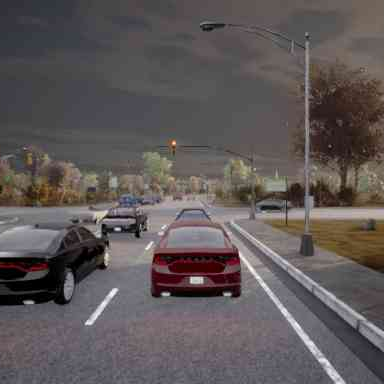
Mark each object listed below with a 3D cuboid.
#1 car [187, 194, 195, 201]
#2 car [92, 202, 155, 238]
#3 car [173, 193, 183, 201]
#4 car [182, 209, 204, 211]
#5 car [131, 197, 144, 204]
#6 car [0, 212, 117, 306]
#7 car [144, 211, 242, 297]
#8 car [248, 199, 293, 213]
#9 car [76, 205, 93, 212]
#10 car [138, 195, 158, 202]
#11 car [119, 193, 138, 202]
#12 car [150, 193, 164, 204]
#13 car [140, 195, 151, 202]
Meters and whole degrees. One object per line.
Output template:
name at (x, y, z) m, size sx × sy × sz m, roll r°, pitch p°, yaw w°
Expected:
car at (-0.204, 1.348, 85.809) m, size 2.097 × 1.767 × 4.553 m, roll 0°, pitch 0°, yaw 0°
car at (-3.434, 1.491, 17.628) m, size 2.128 × 1.511 × 4.902 m, roll 0°, pitch 0°, yaw -1°
car at (-3.703, 1.217, 85.445) m, size 2.150 × 2.045 × 5.566 m, roll 0°, pitch 0°, yaw 0°
car at (0.061, 1.564, 17.605) m, size 1.994 × 1.385 × 4.181 m, roll 0°, pitch 0°, yaw 0°
car at (-10.686, 1.601, 65.623) m, size 1.895 × 1.301 × 4.718 m, roll 0°, pitch 0°, yaw 0°
car at (-3.417, 1.478, 8.141) m, size 1.882 × 1.535 × 5.008 m, roll 0°, pitch 0°, yaw 0°
car at (0.081, 1.478, 8.616) m, size 1.882 × 1.535 × 5.008 m, roll 0°, pitch 0°, yaw 0°
car at (8.725, 1.491, 37.248) m, size 4.902 × 1.511 × 2.128 m, roll 0°, pitch 0°, yaw 3°
car at (-7.131, 1.601, 24.150) m, size 1.895 × 1.301 × 4.718 m, roll 0°, pitch 0°, yaw 6°
car at (-7.223, 1.564, 55.437) m, size 1.994 × 1.385 × 4.181 m, roll 0°, pitch 0°, yaw -1°
car at (-10.685, 1.221, 55.856) m, size 2.150 × 2.045 × 5.566 m, roll 0°, pitch 0°, yaw 2°
car at (-7.197, 1.221, 64.551) m, size 2.150 × 2.045 × 5.566 m, roll 0°, pitch 0°, yaw 1°
car at (-10.684, 1.500, 75.904) m, size 1.837 × 1.490 × 4.892 m, roll 0°, pitch 0°, yaw 0°
